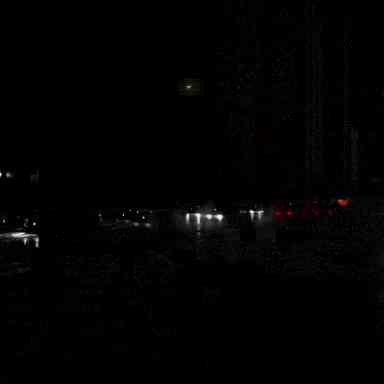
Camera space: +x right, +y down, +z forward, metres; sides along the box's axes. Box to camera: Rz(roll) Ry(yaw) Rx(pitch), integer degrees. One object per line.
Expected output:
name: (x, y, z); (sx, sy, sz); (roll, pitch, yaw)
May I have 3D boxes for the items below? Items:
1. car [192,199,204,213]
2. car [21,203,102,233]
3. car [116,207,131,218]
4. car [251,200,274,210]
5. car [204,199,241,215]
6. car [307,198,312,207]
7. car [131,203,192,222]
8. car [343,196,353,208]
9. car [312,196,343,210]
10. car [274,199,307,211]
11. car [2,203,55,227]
car: (1.350, 1.555, 37.686); (1.812, 1.442, 4.674); (0, 0, 36)
car: (-7.469, 1.574, 19.838); (1.994, 1.385, 4.181); (0, 0, 36)
car: (-4.458, 1.617, 29.603); (1.895, 1.301, 4.718); (0, 0, 36)
car: (9.346, 1.540, 43.180); (2.128, 1.511, 4.902); (0, 0, 36)
car: (3.477, 1.598, 35.065); (1.994, 1.385, 4.181); (0, 0, 36)
car: (18.338, 1.596, 50.037); (1.812, 1.442, 4.674); (0, 0, 36)
car: (-2.373, 1.621, 26.937); (1.895, 1.301, 4.718); (0, 0, 36)
car: (23.469, 1.435, 51.444); (2.097, 1.767, 4.553); (0, 0, 36)
car: (17.805, 1.421, 43.551); (2.097, 1.767, 4.553); (0, 0, 36)
car: (12.354, 1.581, 41.620); (1.812, 1.442, 4.674); (0, 0, 36)
car: (-9.862, 1.496, 22.080); (2.128, 1.511, 4.902); (0, 0, 36)
